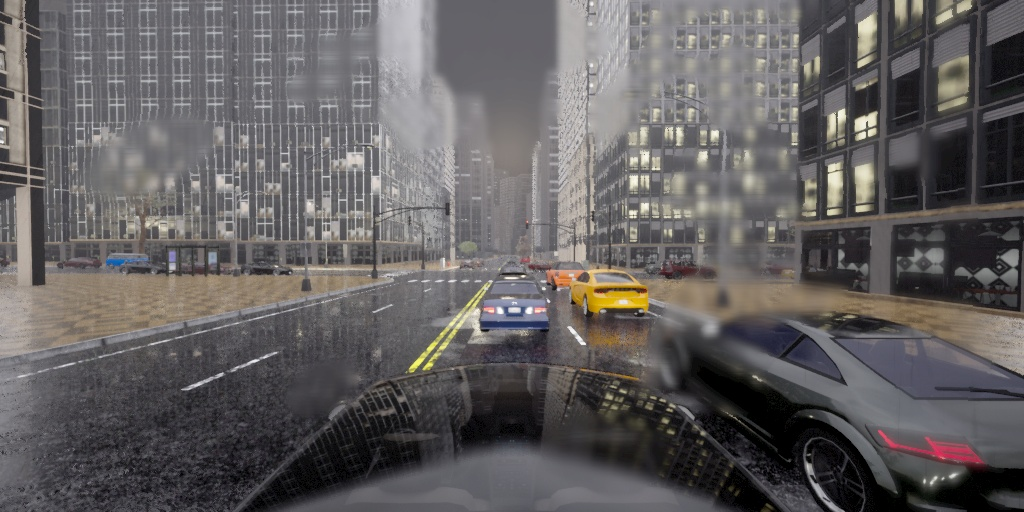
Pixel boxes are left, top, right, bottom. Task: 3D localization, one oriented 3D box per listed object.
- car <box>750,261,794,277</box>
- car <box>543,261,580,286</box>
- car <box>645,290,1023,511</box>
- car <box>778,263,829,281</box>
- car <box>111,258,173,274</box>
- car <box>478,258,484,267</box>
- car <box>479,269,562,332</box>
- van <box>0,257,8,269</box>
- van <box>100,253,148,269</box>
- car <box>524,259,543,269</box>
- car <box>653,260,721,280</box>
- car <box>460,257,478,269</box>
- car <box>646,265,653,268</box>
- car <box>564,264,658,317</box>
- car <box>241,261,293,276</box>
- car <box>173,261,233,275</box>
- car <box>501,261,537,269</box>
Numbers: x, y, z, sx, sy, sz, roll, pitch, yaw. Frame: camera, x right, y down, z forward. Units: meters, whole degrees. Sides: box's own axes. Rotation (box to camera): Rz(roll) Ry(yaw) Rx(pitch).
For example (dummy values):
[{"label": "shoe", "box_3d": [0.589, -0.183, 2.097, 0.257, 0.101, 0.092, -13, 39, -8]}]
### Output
[{"label": "car", "box_3d": [28.242, 1.318, 38.475, 4.553, 1.767, 2.097, 1, 1, 1]}, {"label": "car", "box_3d": [3.313, 1.091, 22.189, 2.097, 1.767, 4.553, 0, 0, 0]}, {"label": "car", "box_3d": [3.340, 1.313, 4.099, 1.994, 1.385, 4.181, 0, 0, 0]}, {"label": "car", "box_3d": [27.586, 1.577, 32.714, 4.829, 1.417, 1.751, 0, 0, 1]}, {"label": "car", "box_3d": [-34.154, 1.067, 33.632, 4.313, 1.339, 1.948, 0, 0, 1]}, {"label": "car", "box_3d": [-6.675, 1.051, 64.304, 2.097, 1.767, 4.553, 0, 0, 0]}, {"label": "car", "box_3d": [0.084, 1.293, 10.778, 2.033, 1.411, 5.357, 0, 0, 1]}, {"label": "van", "box_3d": [-51.199, 0.685, 33.999, 3.998, 1.789, 1.690, 0, 0, 1]}, {"label": "van", "box_3d": [-45.361, 0.602, 42.272, 3.998, 1.789, 1.690, 0, 0, 1]}, {"label": "car", "box_3d": [3.446, 1.302, 45.223, 1.895, 1.301, 4.718, 0, -1, -17]}, {"label": "car", "box_3d": [16.137, 1.267, 32.890, 5.009, 1.841, 2.192, 0, 0, 1]}, {"label": "car", "box_3d": [-6.687, 1.275, 54.303, 1.994, 1.385, 4.181, 0, 0, 0]}, {"label": "car", "box_3d": [16.649, 1.214, 38.656, 4.553, 1.767, 2.097, 0, 1, 1]}, {"label": "car", "box_3d": [3.329, 1.222, 13.184, 1.882, 1.535, 5.008, 0, 0, 0]}, {"label": "car", "box_3d": [-22.789, 1.172, 33.346, 4.313, 1.339, 1.948, 0, 0, 1]}, {"label": "car", "box_3d": [-28.473, 1.136, 33.469, 4.207, 1.307, 1.802, 0, 0, 1]}, {"label": "car", "box_3d": [0.066, 1.231, 20.530, 2.128, 1.511, 4.902, 0, 0, 0]}]
